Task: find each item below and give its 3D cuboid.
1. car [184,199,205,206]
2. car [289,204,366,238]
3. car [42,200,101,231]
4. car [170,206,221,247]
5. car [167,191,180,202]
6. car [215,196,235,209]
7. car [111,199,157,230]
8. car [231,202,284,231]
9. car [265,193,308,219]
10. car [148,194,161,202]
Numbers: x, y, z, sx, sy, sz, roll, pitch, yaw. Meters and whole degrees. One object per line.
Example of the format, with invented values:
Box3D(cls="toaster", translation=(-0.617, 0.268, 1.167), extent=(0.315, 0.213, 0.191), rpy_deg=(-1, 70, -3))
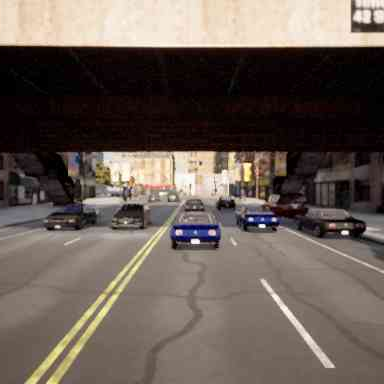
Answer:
Box3D(cls="car", translation=(0.224, 1.348, 30.863), extent=(2.033, 1.411, 5.357), rpy_deg=(0, 0, 0))
Box3D(cls="car", translation=(6.724, 1.485, 16.860), extent=(1.895, 1.301, 4.718), rpy_deg=(0, 0, 0))
Box3D(cls="car", translation=(-6.999, 1.417, 20.044), extent=(2.033, 1.411, 5.357), rpy_deg=(0, 0, 0))
Box3D(cls="car", translation=(0.153, 1.508, 14.347), extent=(1.895, 1.301, 4.718), rpy_deg=(0, 0, 1))
Box3D(cls="car", translation=(-3.416, 0.822, 61.833), extent=(2.150, 2.045, 5.566), rpy_deg=(0, 0, 1))
Box3D(cls="car", translation=(3.721, 1.235, 37.500), extent=(1.882, 1.535, 5.008), rpy_deg=(0, 0, 0))
Box3D(cls="car", translation=(-3.505, 1.375, 20.057), extent=(1.837, 1.490, 4.892), rpy_deg=(0, 0, 0))
Box3D(cls="car", translation=(3.697, 1.473, 19.646), extent=(1.895, 1.301, 4.718), rpy_deg=(0, 0, 0))
Box3D(cls="car", translation=(6.679, 1.071, 24.253), extent=(2.435, 2.045, 5.566), rpy_deg=(0, 0, 0))
Box3D(cls="car", translation=(-6.921, 1.094, 61.758), extent=(2.128, 1.511, 4.902), rpy_deg=(0, 0, 1))
